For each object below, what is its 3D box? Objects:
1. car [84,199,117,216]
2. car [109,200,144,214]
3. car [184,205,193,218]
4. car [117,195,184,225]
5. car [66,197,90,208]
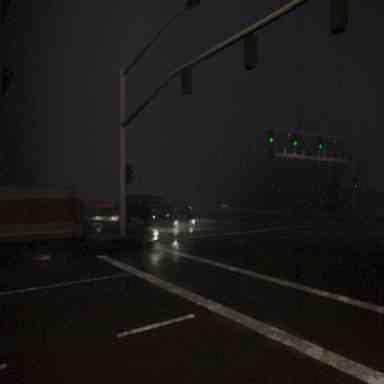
[{"bbox_3d":[-9.327,1.477,33.074,1.882,1.535,5.008,0,0,-36],"label":"car"},{"bbox_3d":[-7.167,1.599,36.066,1.895,1.301,4.718,0,0,-36],"label":"car"},{"bbox_3d":[-1.835,1.351,28.644,2.097,1.767,4.553,0,0,-36],"label":"car"},{"bbox_3d":[-3.249,1.221,24.612,2.150,2.045,5.566,0,0,-36],"label":"car"},{"bbox_3d":[-17.380,1.546,50.355,2.033,1.411,5.357,0,0,-35],"label":"car"}]
